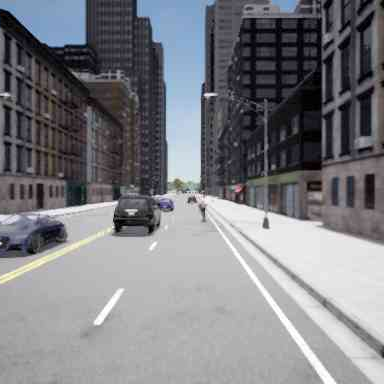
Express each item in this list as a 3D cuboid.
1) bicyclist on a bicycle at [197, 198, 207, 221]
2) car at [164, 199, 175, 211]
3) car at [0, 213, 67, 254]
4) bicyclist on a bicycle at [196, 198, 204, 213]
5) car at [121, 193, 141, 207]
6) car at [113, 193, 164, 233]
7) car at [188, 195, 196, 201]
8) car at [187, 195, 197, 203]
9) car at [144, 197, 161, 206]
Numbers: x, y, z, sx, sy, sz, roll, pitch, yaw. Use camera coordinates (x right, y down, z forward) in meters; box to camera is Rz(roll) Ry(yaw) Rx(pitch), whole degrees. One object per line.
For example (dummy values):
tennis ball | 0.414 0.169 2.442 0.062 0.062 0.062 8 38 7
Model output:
bicyclist on a bicycle | 0.896 1.453 25.756 0.582 1.620 1.656 0 0 0
car | -3.148 1.528 40.908 1.812 1.442 4.674 0 0 0
car | -6.595 1.563 13.283 1.994 1.385 4.181 0 0 0
bicyclist on a bicycle | 0.904 1.439 37.086 0.866 1.612 1.509 0 0 0
car | -9.789 1.218 53.884 2.150 2.045 5.566 0 0 1
car | -3.149 1.221 19.937 2.150 2.045 5.566 0 0 0
car | 0.005 1.542 84.209 2.033 1.411 5.357 0 0 0
car | 0.009 1.507 69.066 1.837 1.490 4.892 0 0 0
car | -6.532 1.553 55.308 2.033 1.411 5.357 0 0 1
